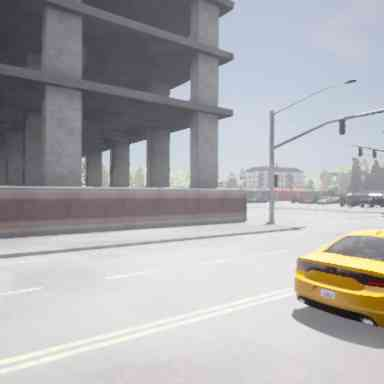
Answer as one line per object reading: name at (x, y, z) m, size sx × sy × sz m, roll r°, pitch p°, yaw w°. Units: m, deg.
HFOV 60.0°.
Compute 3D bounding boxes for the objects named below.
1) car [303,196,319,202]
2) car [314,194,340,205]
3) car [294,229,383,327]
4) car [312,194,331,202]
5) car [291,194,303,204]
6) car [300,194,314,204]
car at (29.198, 1.686, 81.677) m, size 3.905 × 1.438 × 1.784 m, roll 0°, pitch 0°, yaw -35°
car at (24.965, 1.649, 61.525) m, size 3.806 × 1.475 × 1.970 m, roll 0°, pitch 0°, yaw -35°
car at (4.233, 1.511, 6.811) m, size 5.008 × 1.535 × 1.882 m, roll 0°, pitch 0°, yaw -35°
car at (30.816, 1.475, 79.274) m, size 4.605 × 1.855 × 1.932 m, roll 0°, pitch 0°, yaw -35°
car at (21.710, 1.406, 66.056) m, size 4.605 × 1.855 × 1.932 m, roll 0°, pitch 0°, yaw -35°
car at (23.297, 1.617, 63.892) m, size 3.905 × 1.438 × 1.784 m, roll 0°, pitch 0°, yaw -35°
